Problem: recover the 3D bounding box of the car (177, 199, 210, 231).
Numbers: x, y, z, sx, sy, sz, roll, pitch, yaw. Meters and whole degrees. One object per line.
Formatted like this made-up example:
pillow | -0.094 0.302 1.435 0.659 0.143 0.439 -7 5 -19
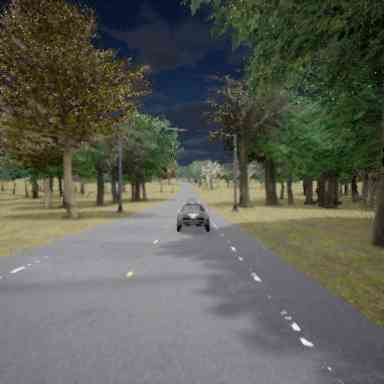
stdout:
car | 0.077 1.578 22.707 2.097 1.767 4.553 0 -1 0
